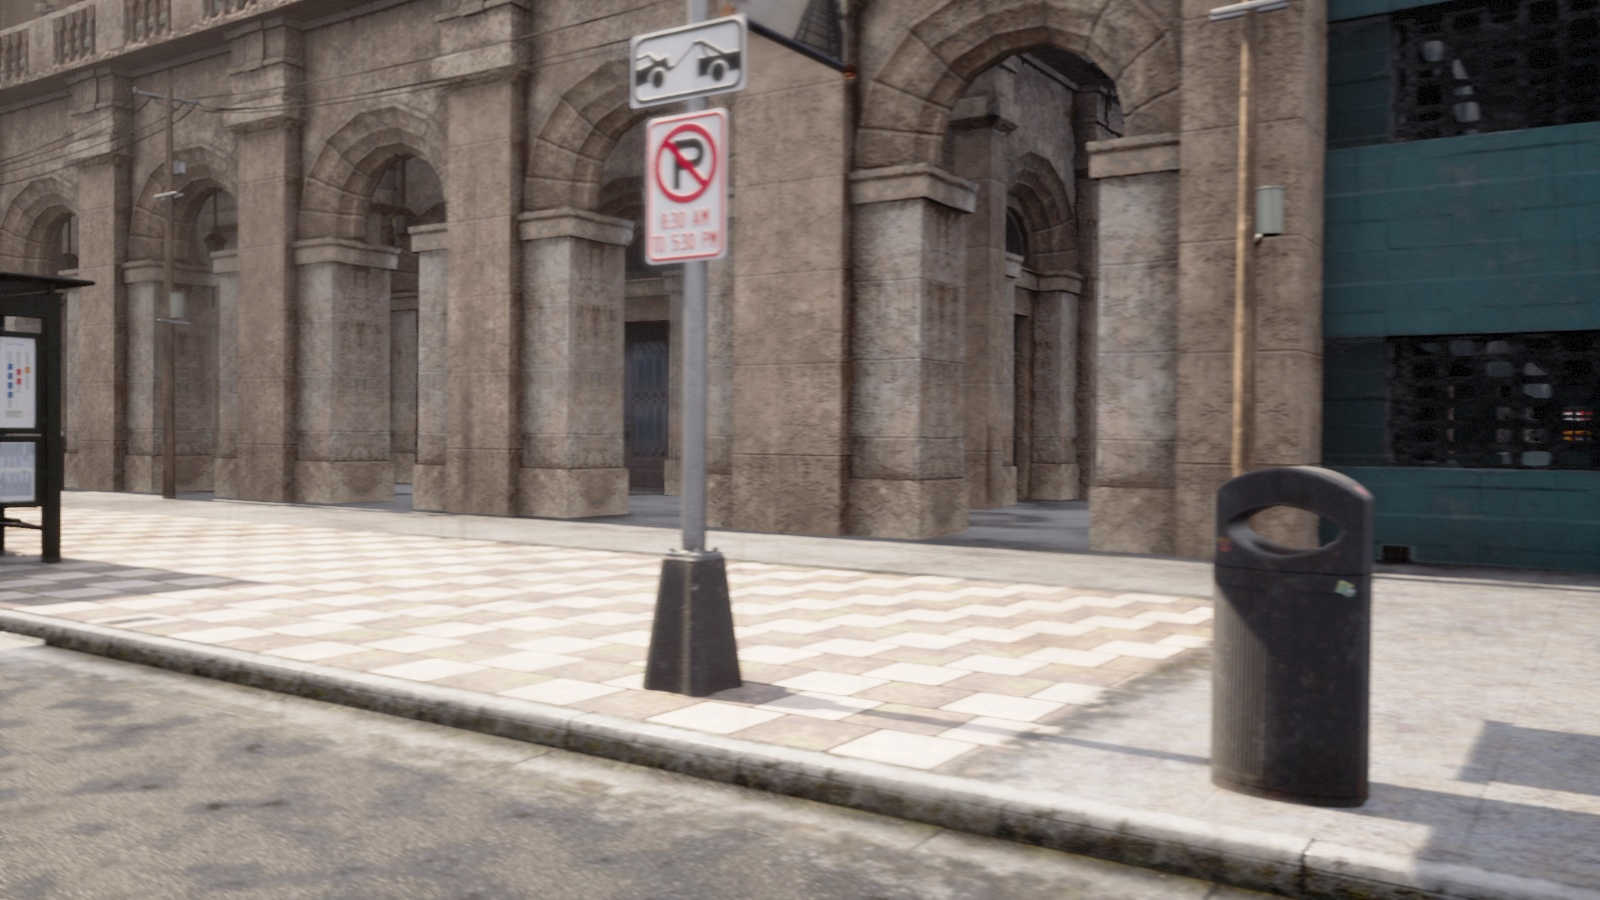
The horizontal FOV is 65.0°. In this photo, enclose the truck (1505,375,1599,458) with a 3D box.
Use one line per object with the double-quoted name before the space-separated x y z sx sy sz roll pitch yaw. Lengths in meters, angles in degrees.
"truck" 38.100 -1.584 58.990 8.468 3.827 2.891 0 1 33
